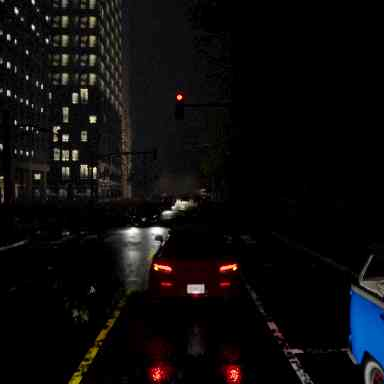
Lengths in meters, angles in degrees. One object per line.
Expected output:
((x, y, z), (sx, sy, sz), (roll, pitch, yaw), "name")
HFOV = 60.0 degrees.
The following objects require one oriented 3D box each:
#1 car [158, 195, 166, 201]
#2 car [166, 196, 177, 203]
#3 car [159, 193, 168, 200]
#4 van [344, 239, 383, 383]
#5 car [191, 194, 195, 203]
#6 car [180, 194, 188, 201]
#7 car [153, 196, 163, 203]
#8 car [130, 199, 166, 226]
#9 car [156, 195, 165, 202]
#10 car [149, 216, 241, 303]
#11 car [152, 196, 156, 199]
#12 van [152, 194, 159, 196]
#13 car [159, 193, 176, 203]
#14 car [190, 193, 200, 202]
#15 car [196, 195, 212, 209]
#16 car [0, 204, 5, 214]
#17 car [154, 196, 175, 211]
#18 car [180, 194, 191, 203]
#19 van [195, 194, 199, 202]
((-7.557, 1.533, 84.138), (1.802, 1.307, 4.206), (0, 0, -3), "car")
((-4.145, 1.532, 67.203), (1.994, 1.385, 4.181), (0, 0, -2), "car")
((-8.107, 1.252, 95.219), (2.192, 1.841, 5.009), (0, 0, -3), "car")
((2.557, 1.341, 2.172), (1.690, 1.788, 3.998), (0, 0, 0), "van")
((1.162, 1.493, 68.053), (1.752, 1.417, 4.829), (0, 0, -2), "car")
((-1.927, 1.265, 80.616), (1.882, 1.535, 5.008), (0, 0, -3), "car")
((-6.849, 1.513, 67.508), (1.887, 1.381, 4.507), (0, 0, -2), "car")
((-3.054, 1.473, 23.146), (1.837, 1.490, 4.892), (0, 0, -1), "car")
((-7.303, 1.502, 78.594), (1.887, 1.381, 4.507), (0, 0, -2), "car")
((0.051, 1.525, 8.106), (1.812, 1.442, 4.674), (0, 0, 0), "car")
((-5.846, 1.539, 39.794), (2.008, 1.369, 4.403), (0, 0, -1), "car")
((-6.646, 1.314, 61.965), (1.690, 1.788, 3.998), (0, 0, -2), "van")
((-3.763, 1.331, 53.857), (2.097, 1.767, 4.553), (0, 0, -2), "car")
((0.713, 1.271, 78.971), (2.192, 1.841, 5.009), (0, 0, -3), "car")
((1.883, 1.510, 45.887), (1.752, 1.417, 4.829), (0, 0, -2), "car")
((-18.230, 1.377, 28.530), (4.206, 1.307, 1.802), (1, 0, 3), "car")
((-3.401, 1.551, 40.385), (1.994, 1.385, 4.181), (0, 0, -1), "car")
((-1.505, 1.552, 70.641), (1.895, 1.301, 4.718), (0, 0, -2), "car")
((1.731, 1.322, 51.259), (1.690, 1.788, 3.998), (0, 0, -2), "van")
